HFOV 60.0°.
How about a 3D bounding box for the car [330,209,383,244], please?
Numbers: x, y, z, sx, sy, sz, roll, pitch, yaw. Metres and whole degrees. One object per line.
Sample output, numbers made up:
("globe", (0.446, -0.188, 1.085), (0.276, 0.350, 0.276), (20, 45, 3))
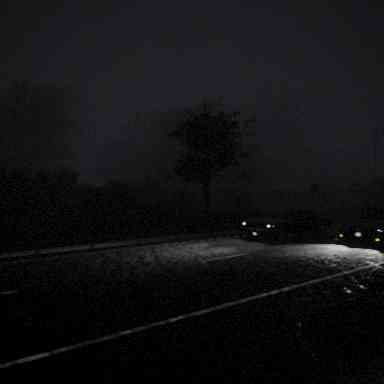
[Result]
("car", (8.061, 1.446, 14.045), (4.181, 1.385, 1.994), (0, 0, -36))

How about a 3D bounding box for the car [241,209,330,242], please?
("car", (4.551, 1.497, 15.841), (4.718, 1.301, 1.895), (-1, 0, -36))
